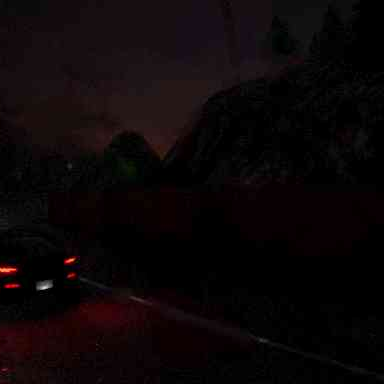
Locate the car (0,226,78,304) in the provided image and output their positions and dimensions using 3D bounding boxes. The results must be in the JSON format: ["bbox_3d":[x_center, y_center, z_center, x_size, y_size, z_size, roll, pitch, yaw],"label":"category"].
[{"bbox_3d":[-4.275,1.515,7.719,1.812,1.442,4.674,0,0,-44],"label":"car"}]
